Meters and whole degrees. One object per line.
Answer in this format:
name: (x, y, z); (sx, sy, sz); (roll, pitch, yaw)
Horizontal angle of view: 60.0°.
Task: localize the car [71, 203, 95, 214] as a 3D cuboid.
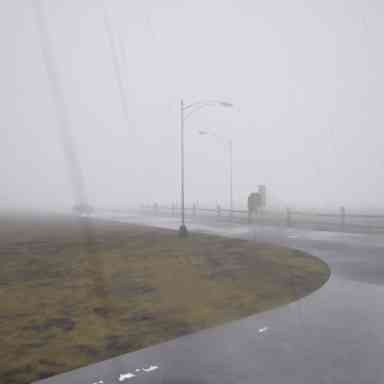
car: (-14.551, 2.138, 44.128); (2.033, 1.411, 5.357); (0, -1, -35)
